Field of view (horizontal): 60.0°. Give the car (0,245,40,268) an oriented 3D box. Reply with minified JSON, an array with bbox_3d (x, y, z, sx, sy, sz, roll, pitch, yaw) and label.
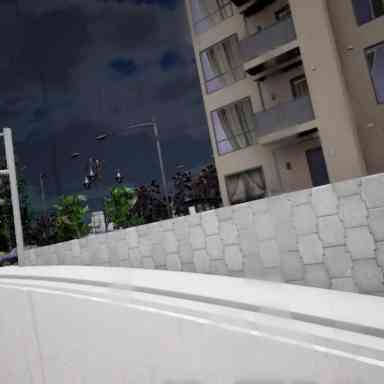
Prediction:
[{"bbox_3d":[-15.543,5.706,29.572,2.097,1.767,4.553,-15,-9,35],"label":"car"}]
